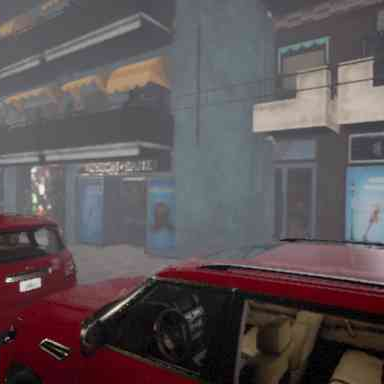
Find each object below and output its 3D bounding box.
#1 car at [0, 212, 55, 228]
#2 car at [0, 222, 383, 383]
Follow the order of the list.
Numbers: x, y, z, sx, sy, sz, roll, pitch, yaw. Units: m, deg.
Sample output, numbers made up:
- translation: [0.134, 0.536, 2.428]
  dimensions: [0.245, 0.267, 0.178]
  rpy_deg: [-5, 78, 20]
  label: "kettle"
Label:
- translation: [-4.060, 1.287, 5.757]
  dimensions: [5.009, 1.841, 2.192]
  rpy_deg: [0, 1, 36]
  label: "car"
- translation: [0.567, 1.311, 2.454]
  dimensions: [5.009, 1.841, 2.192]
  rpy_deg: [0, 1, 36]
  label: "car"
